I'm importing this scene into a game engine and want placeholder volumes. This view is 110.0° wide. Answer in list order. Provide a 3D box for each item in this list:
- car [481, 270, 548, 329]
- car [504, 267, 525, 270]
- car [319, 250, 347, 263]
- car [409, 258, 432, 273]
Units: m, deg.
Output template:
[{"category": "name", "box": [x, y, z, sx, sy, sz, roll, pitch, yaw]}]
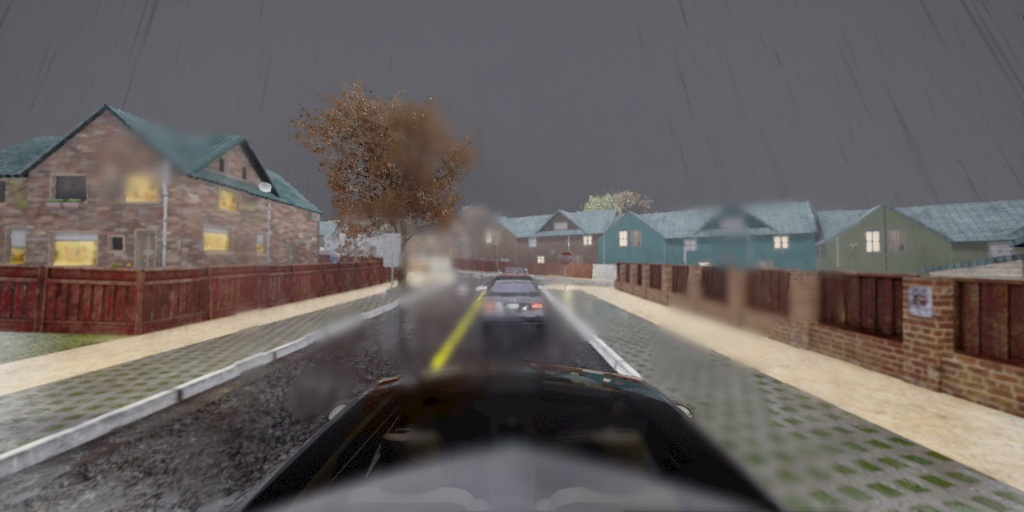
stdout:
[{"category": "car", "box": [0.053, 1.332, 11.422, 2.033, 1.411, 5.357, 0, 0, 0]}, {"category": "car", "box": [0.182, 1.447, 26.152, 1.895, 1.301, 4.718, 1, -1, 1]}, {"category": "car", "box": [-23.533, 0.259, 46.410, 5.566, 2.045, 2.150, 2, 0, 33]}, {"category": "car", "box": [-10.828, 0.974, 38.516, 5.008, 1.535, 1.882, 2, 0, 32]}]
